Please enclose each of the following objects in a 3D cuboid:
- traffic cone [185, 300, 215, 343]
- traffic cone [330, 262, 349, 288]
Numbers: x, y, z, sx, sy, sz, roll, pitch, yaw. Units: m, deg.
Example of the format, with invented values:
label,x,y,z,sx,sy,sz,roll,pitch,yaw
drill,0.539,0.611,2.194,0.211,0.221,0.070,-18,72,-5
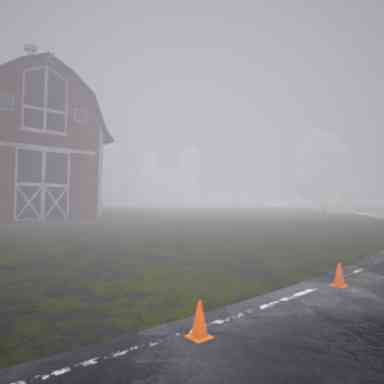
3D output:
label,x,y,z,sx,sy,sz,roll,pitch,yaw
traffic cone,0.127,2.023,5.304,0.340,0.580,0.340,1,-1,-39
traffic cone,3.758,2.087,8.470,0.340,0.580,0.340,1,-1,-43
